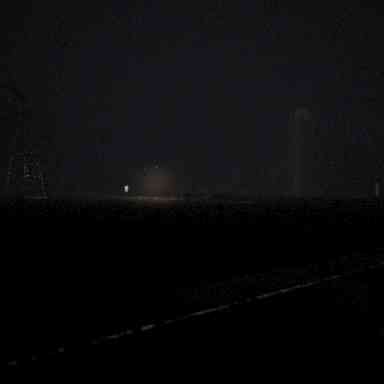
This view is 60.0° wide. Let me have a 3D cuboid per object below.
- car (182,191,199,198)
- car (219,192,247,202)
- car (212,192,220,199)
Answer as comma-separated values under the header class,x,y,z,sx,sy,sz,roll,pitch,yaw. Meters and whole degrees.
class,x,y,z,sx,sy,sz,roll,pitch,yaw
car,-0.437,0.460,75.407,2.097,1.767,4.553,-1,1,-36
car,7.623,0.949,59.434,1.837,1.490,4.892,-1,1,-35
car,5.949,0.697,66.615,2.097,1.767,4.553,-1,1,-36
